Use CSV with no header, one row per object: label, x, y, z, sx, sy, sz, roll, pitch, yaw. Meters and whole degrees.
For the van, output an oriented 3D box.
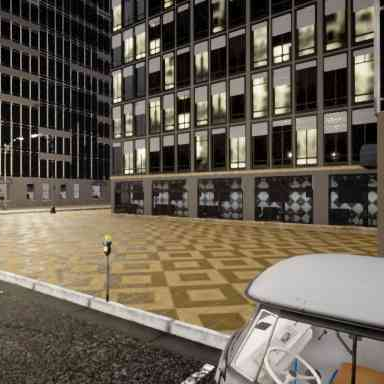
van,1.933,1.341,1.500,3.998,1.788,1.690,0,0,35
